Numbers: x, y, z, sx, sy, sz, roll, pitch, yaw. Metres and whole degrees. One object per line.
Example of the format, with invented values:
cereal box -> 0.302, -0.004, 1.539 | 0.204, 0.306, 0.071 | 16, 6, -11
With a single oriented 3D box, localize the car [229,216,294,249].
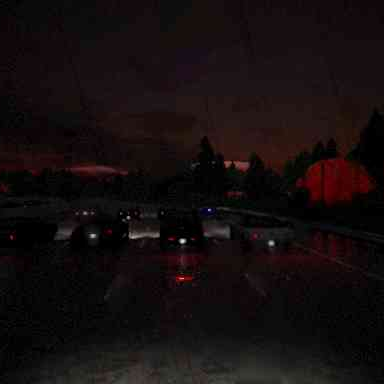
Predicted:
car -> 2.974, 1.745, 15.327 | 1.895, 1.301, 4.718 | 0, 0, -4

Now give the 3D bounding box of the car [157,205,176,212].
car -> -2.239, 1.892, 30.909 | 1.895, 1.301, 4.718 | 0, -1, -8

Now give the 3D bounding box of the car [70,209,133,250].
car -> -4.022, 1.707, 15.037 | 1.994, 1.385, 4.181 | 0, 0, -4

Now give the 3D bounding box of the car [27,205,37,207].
car -> -23.880, 1.984, 49.955 | 1.837, 1.490, 4.892 | 1, -1, -14

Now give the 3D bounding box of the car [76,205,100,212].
car -> -9.149, 1.830, 29.782 | 2.033, 1.411, 5.357 | 0, -1, -8

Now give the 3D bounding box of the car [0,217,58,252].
car -> -7.500, 1.741, 14.596 | 1.895, 1.301, 4.718 | 0, 0, -4

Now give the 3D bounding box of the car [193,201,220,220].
car -> 1.227, 1.645, 31.393 | 2.097, 1.767, 4.553 | 0, -1, -8

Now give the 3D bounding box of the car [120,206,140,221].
car -> -5.702, 1.888, 30.404 | 1.895, 1.301, 4.718 | 0, -1, -8

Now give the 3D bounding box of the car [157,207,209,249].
car -> -0.531, 1.652, 15.283 | 1.837, 1.490, 4.892 | 0, 0, -4
